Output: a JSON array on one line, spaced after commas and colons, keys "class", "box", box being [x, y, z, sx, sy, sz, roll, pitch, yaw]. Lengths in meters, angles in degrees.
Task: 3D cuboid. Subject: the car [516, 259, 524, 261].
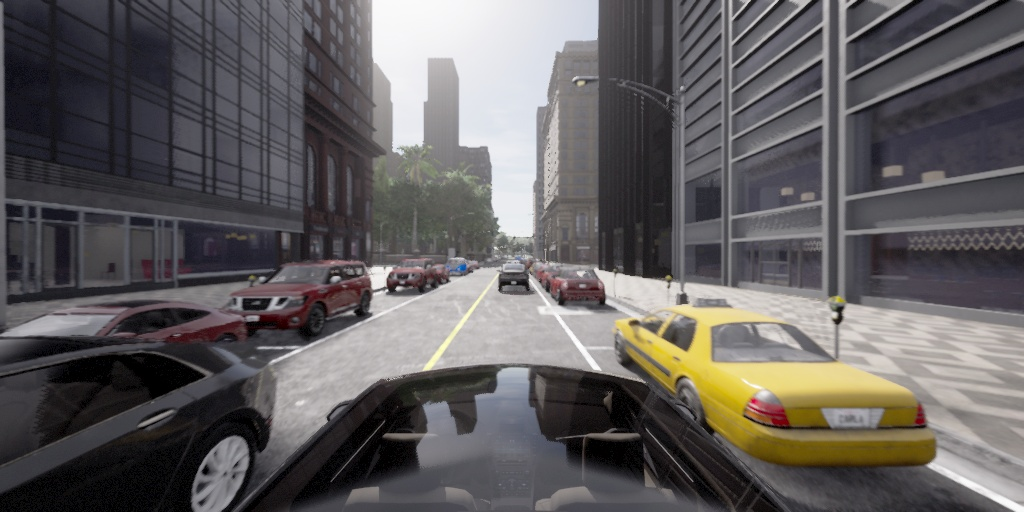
[{"class": "car", "box": [0.103, 1.355, 41.218, 1.895, 1.301, 4.718, 0, 0, 0]}]

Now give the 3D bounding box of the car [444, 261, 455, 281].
[{"class": "car", "box": [-5.762, 1.296, 26.763, 1.888, 1.381, 4.507, 0, 0, 0]}]

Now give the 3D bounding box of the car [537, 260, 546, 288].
[{"class": "car", "box": [2.763, 1.189, 21.325, 1.967, 1.591, 4.097, 0, 0, 0]}]

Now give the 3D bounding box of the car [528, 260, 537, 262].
[{"class": "car", "box": [2.764, 1.303, 32.175, 2.007, 1.370, 4.403, 0, 0, 0]}]

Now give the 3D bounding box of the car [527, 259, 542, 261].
[{"class": "car", "box": [2.764, 1.279, 37.770, 1.751, 1.417, 4.829, 0, 0, 0]}]

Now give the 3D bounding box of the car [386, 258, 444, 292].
[{"class": "car", "box": [-5.762, 1.064, 21.337, 2.192, 1.841, 5.009, 0, 0, 0]}]

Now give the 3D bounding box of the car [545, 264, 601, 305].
[{"class": "car", "box": [2.763, 1.188, 15.900, 1.967, 1.591, 4.097, 0, 0, 0]}]

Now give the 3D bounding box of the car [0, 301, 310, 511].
[{"class": "car", "box": [-3.087, 1.254, 1.324, 1.837, 1.490, 4.892, 0, 0, 0]}]

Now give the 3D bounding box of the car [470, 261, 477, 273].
[{"class": "car", "box": [-5.761, 1.195, 43.042, 1.967, 1.591, 4.097, 0, 0, 0]}]

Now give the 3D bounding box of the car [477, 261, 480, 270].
[{"class": "car", "box": [-5.761, 1.337, 53.894, 1.802, 1.307, 4.207, 0, 0, 0]}]

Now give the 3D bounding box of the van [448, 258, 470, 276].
[{"class": "van", "box": [-5.761, 1.095, 37.615, 1.690, 1.789, 3.998, 0, 0, 0]}]

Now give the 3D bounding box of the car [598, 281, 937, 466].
[{"class": "car", "box": [2.763, 1.275, 5.220, 1.751, 1.417, 4.829, 0, 0, 0]}]

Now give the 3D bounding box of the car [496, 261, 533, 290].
[{"class": "car", "box": [0.100, 1.253, 22.357, 1.837, 1.490, 4.892, 0, 0, 0]}]

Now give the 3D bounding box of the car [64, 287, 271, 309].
[{"class": "car", "box": [-5.763, 1.331, 5.060, 1.802, 1.307, 4.207, 0, 0, 0]}]

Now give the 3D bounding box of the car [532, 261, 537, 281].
[{"class": "car", "box": [2.762, 1.296, 26.750, 1.888, 1.381, 4.507, 0, 0, 0]}]

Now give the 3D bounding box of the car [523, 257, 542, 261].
[{"class": "car", "box": [2.764, 1.069, 43.025, 2.192, 1.841, 5.009, 0, 0, 0]}]

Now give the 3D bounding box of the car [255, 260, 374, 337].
[{"class": "car", "box": [-5.762, 1.064, 10.485, 2.192, 1.841, 5.009, 0, 0, 0]}]
